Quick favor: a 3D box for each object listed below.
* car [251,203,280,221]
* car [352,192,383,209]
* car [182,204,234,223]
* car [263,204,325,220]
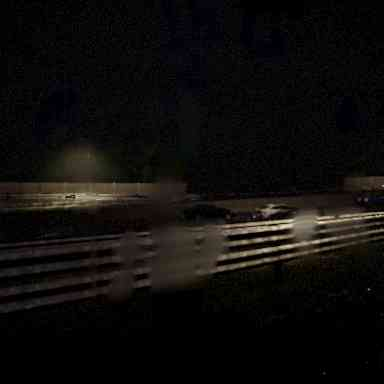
[{"bbox_3d":[7.162,1.670,27.656,4.674,1.442,1.812,-2,2,-22],"label":"car"},{"bbox_3d":[19.924,0.816,36.454,4.553,1.767,2.097,-3,2,-21],"label":"car"},{"bbox_3d":[1.404,1.788,29.132,4.674,1.442,1.812,-2,2,-22],"label":"car"},{"bbox_3d":[7.714,1.777,24.115,4.181,1.385,1.994,-2,2,-22],"label":"car"}]
